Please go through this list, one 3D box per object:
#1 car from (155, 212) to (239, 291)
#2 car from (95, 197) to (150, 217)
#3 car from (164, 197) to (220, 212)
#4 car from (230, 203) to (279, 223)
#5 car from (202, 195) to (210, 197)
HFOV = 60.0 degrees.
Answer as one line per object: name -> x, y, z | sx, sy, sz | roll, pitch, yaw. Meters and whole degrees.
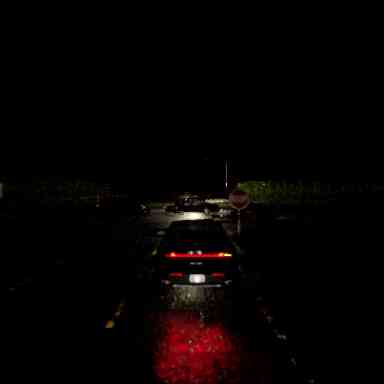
car -> 0.093, 1.475, 8.941 | 1.837, 1.490, 4.892 | 0, -1, 0
car -> -5.985, 1.230, 29.142 | 4.553, 1.767, 2.097 | 0, 0, 3
car -> 0.057, 1.465, 32.462 | 5.357, 1.411, 2.033 | 0, 0, 4
car -> 4.774, 1.515, 24.899 | 4.181, 1.385, 1.994 | 0, 0, -44
car -> 3.184, 1.382, 76.805 | 1.994, 1.385, 4.181 | 0, 0, 13
